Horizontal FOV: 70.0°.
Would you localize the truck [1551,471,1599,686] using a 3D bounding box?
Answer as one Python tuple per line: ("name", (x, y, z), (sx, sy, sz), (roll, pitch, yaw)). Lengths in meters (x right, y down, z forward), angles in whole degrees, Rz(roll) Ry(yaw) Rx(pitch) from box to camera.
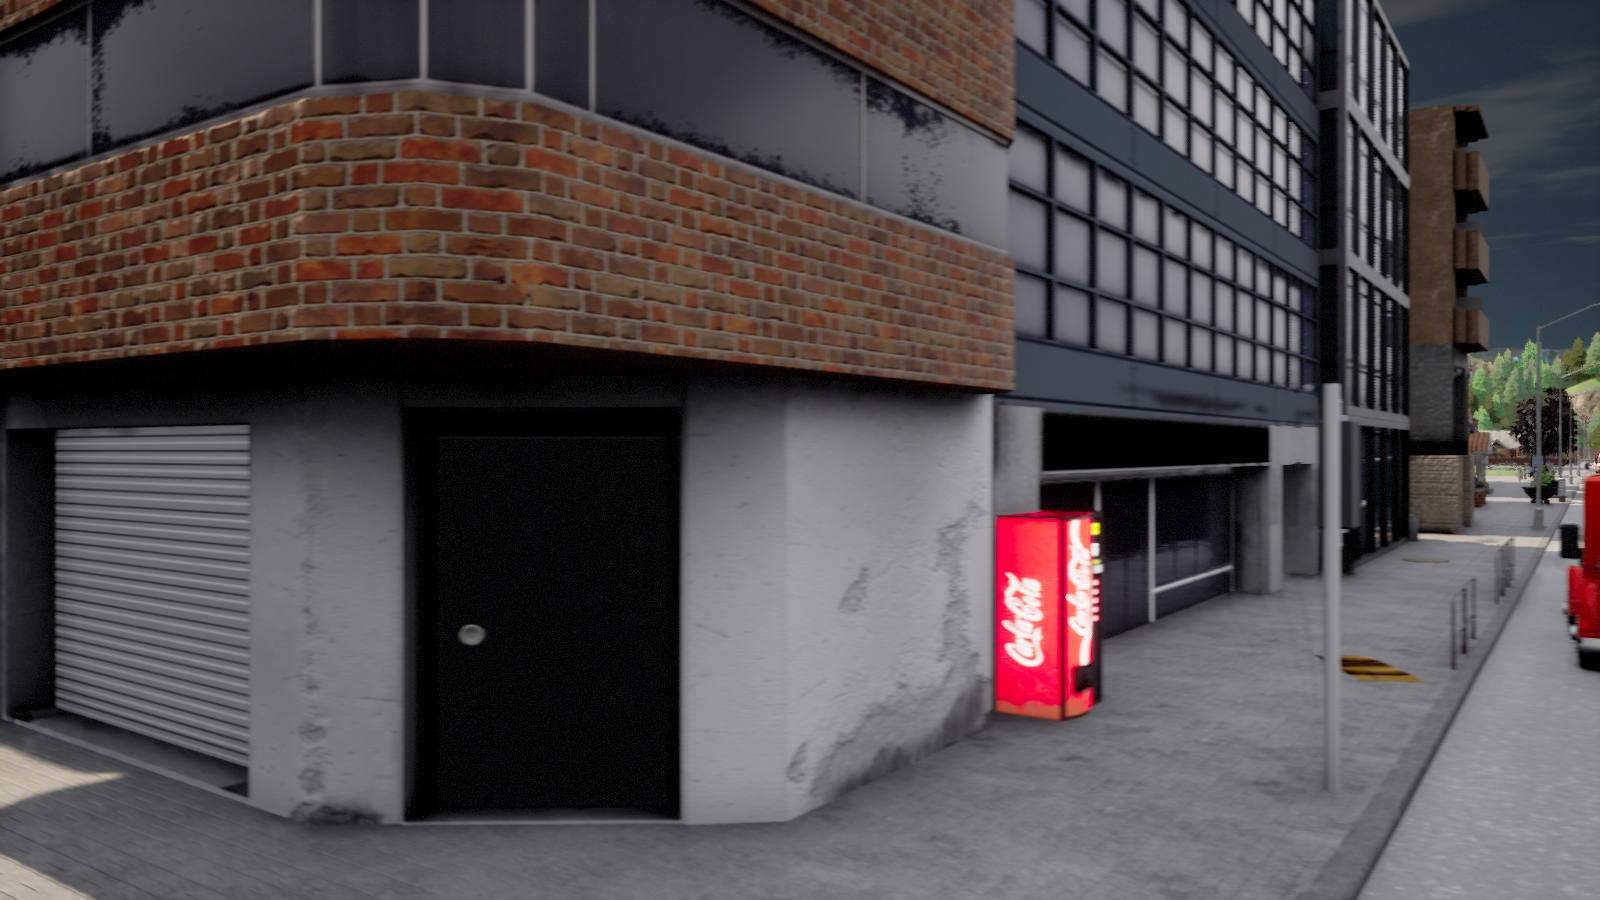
("truck", (11.676, 1.568, 15.195), (2.627, 2.467, 5.204), (0, 0, 35))
